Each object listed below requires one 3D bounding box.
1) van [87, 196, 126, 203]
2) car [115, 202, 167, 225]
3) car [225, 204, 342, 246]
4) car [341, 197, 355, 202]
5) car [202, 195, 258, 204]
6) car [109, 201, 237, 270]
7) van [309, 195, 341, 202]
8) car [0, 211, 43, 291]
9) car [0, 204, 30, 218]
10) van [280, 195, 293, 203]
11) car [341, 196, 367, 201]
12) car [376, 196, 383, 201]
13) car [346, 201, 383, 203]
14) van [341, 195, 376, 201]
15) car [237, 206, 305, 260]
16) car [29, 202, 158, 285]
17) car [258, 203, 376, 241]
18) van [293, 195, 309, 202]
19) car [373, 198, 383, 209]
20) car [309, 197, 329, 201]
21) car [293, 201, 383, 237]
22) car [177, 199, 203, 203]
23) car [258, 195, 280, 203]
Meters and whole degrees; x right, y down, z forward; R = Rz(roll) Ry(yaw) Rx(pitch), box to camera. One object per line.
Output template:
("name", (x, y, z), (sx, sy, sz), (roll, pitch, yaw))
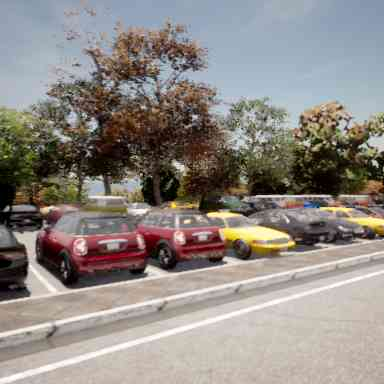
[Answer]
("van", (-6.312, 1.273, 23.910), (1.878, 1.987, 4.442), (0, 0, -35))
("car", (-3.988, 1.547, 25.422), (2.002, 1.452, 4.674), (0, 0, -35))
("car", (3.609, 1.510, 14.764), (2.231, 1.521, 4.892), (0, 0, -35))
("car", (16.417, 1.622, 39.960), (2.163, 1.488, 4.792), (0, 0, -35))
("car", (2.906, 1.282, 30.286), (2.435, 2.045, 5.566), (0, 0, -35))
("car", (-0.902, 1.367, 11.527), (2.185, 1.767, 4.553), (0, 0, -35))
("van", (14.254, 1.353, 38.254), (1.878, 1.987, 4.442), (0, 0, -36))
("car", (-5.442, 1.475, 8.331), (2.097, 1.535, 5.008), (0, 0, -35))
("car", (-10.655, 1.482, 20.673), (2.097, 1.535, 5.008), (0, 0, -35))
("van", (7.473, 1.324, 33.423), (1.878, 1.987, 4.442), (0, 0, -35))
("car", (18.568, 1.642, 41.489), (2.163, 1.488, 4.792), (1, 0, -35))
("car", (23.218, 1.701, 44.724), (2.163, 1.488, 4.792), (1, 0, -35))
("car", (12.673, 1.573, 21.179), (2.163, 1.488, 4.792), (0, 0, -35))
("van", (20.777, 1.413, 43.167), (1.878, 1.987, 4.442), (1, 0, -35))
("car", (1.450, 1.498, 13.010), (1.946, 1.575, 5.366), (0, 0, -35))
("car", (-3.164, 1.358, 9.918), (2.185, 1.767, 4.553), (0, 0, -35))
("car", (5.864, 1.519, 16.383), (2.231, 1.521, 4.892), (0, 0, -35))
("van", (9.596, 1.333, 35.218), (1.878, 1.987, 4.442), (0, 0, -35))
("car", (30.081, 1.766, 49.410), (1.946, 1.575, 5.366), (1, 0, -35))
("car", (11.917, 1.567, 36.732), (2.097, 1.535, 5.008), (0, 0, -35))
("car", (8.238, 1.523, 17.835), (1.946, 1.575, 5.366), (0, 0, -35))
("car", (-1.624, 1.516, 27.093), (2.097, 1.535, 5.008), (0, 0, -35))
("car", (5.164, 1.290, 31.891), (2.435, 2.045, 5.566), (0, 0, -35))
